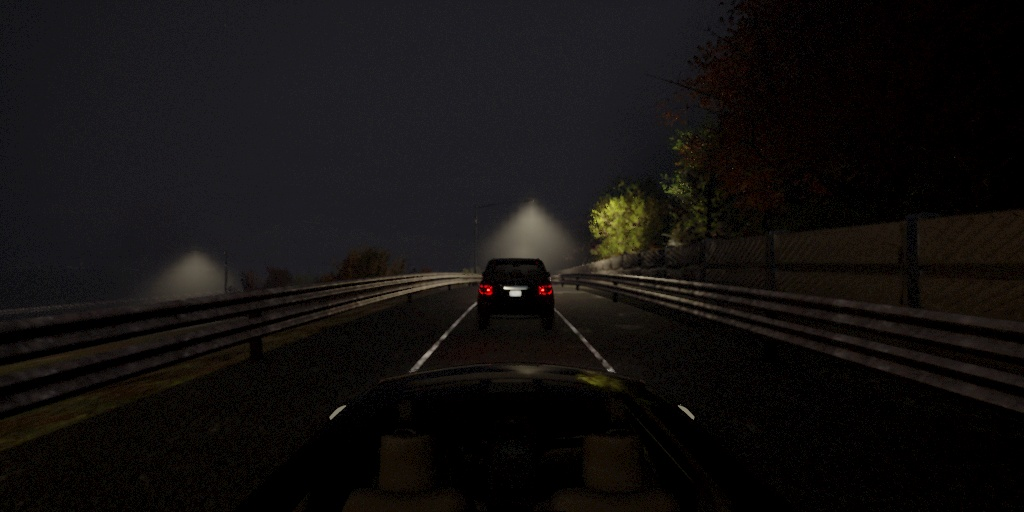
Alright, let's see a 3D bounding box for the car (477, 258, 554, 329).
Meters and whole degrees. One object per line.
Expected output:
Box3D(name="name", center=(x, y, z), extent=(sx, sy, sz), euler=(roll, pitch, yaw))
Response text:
Box3D(name="car", center=(0.121, 1.093, 11.900), extent=(2.150, 2.045, 5.566), euler=(0, -1, 1))
